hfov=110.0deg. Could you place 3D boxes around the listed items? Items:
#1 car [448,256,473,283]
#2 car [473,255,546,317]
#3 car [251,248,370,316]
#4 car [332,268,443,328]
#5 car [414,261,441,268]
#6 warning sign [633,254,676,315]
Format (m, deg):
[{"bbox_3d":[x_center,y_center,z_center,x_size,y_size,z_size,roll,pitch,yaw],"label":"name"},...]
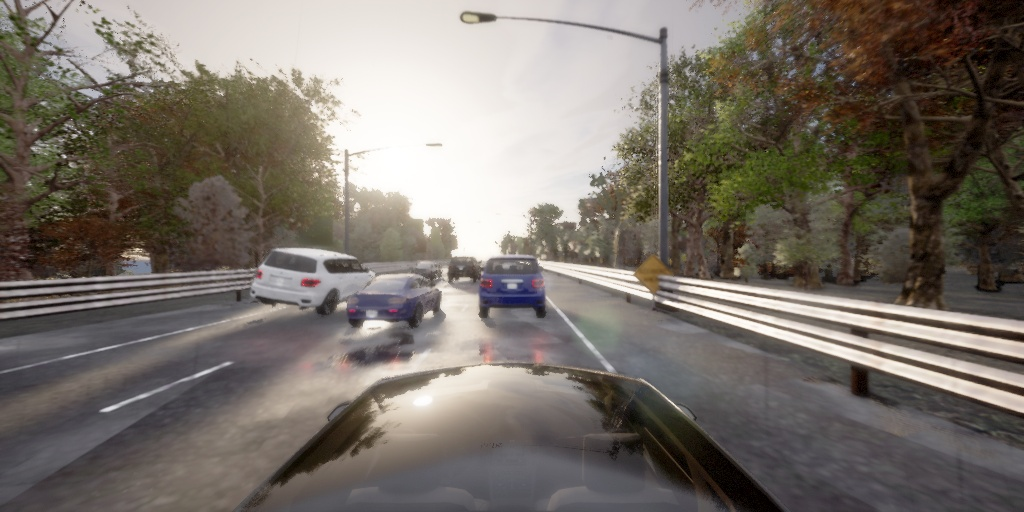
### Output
[{"bbox_3d":[-3.688,0.987,28.415,2.150,2.045,5.566,0,0,-1],"label":"car"},{"bbox_3d":[0.009,0.972,13.316,2.150,2.045,5.566,0,0,0],"label":"car"},{"bbox_3d":[-6.904,0.832,13.371,2.150,2.045,5.566,10,0,0],"label":"car"},{"bbox_3d":[-3.488,1.274,11.260,1.812,1.442,4.674,0,0,0],"label":"car"},{"bbox_3d":[-7.186,1.200,30.488,1.812,1.442,4.674,7,2,-1],"label":"car"},{"bbox_3d":[4.516,0.863,11.442,1.300,1.860,1.060,0,0,0],"label":"warning sign"}]
